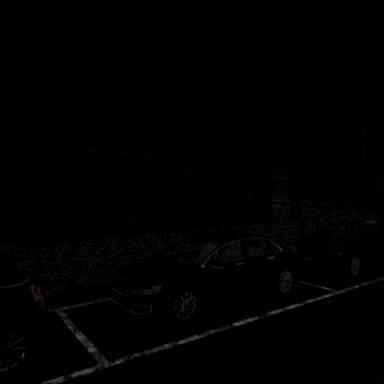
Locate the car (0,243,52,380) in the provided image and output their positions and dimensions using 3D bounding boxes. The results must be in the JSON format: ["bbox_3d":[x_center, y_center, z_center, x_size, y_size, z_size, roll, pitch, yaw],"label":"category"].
[{"bbox_3d":[-3.945,1.441,3.838,4.097,1.590,1.967,0,0,-35],"label":"car"}]

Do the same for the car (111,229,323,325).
[{"bbox_3d":[0.501,1.547,7.003,4.403,1.369,2.008,0,0,-35],"label":"car"}]

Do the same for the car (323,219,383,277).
[{"bbox_3d":[4.946,1.537,10.169,4.507,1.381,1.887,0,0,-35],"label":"car"}]
